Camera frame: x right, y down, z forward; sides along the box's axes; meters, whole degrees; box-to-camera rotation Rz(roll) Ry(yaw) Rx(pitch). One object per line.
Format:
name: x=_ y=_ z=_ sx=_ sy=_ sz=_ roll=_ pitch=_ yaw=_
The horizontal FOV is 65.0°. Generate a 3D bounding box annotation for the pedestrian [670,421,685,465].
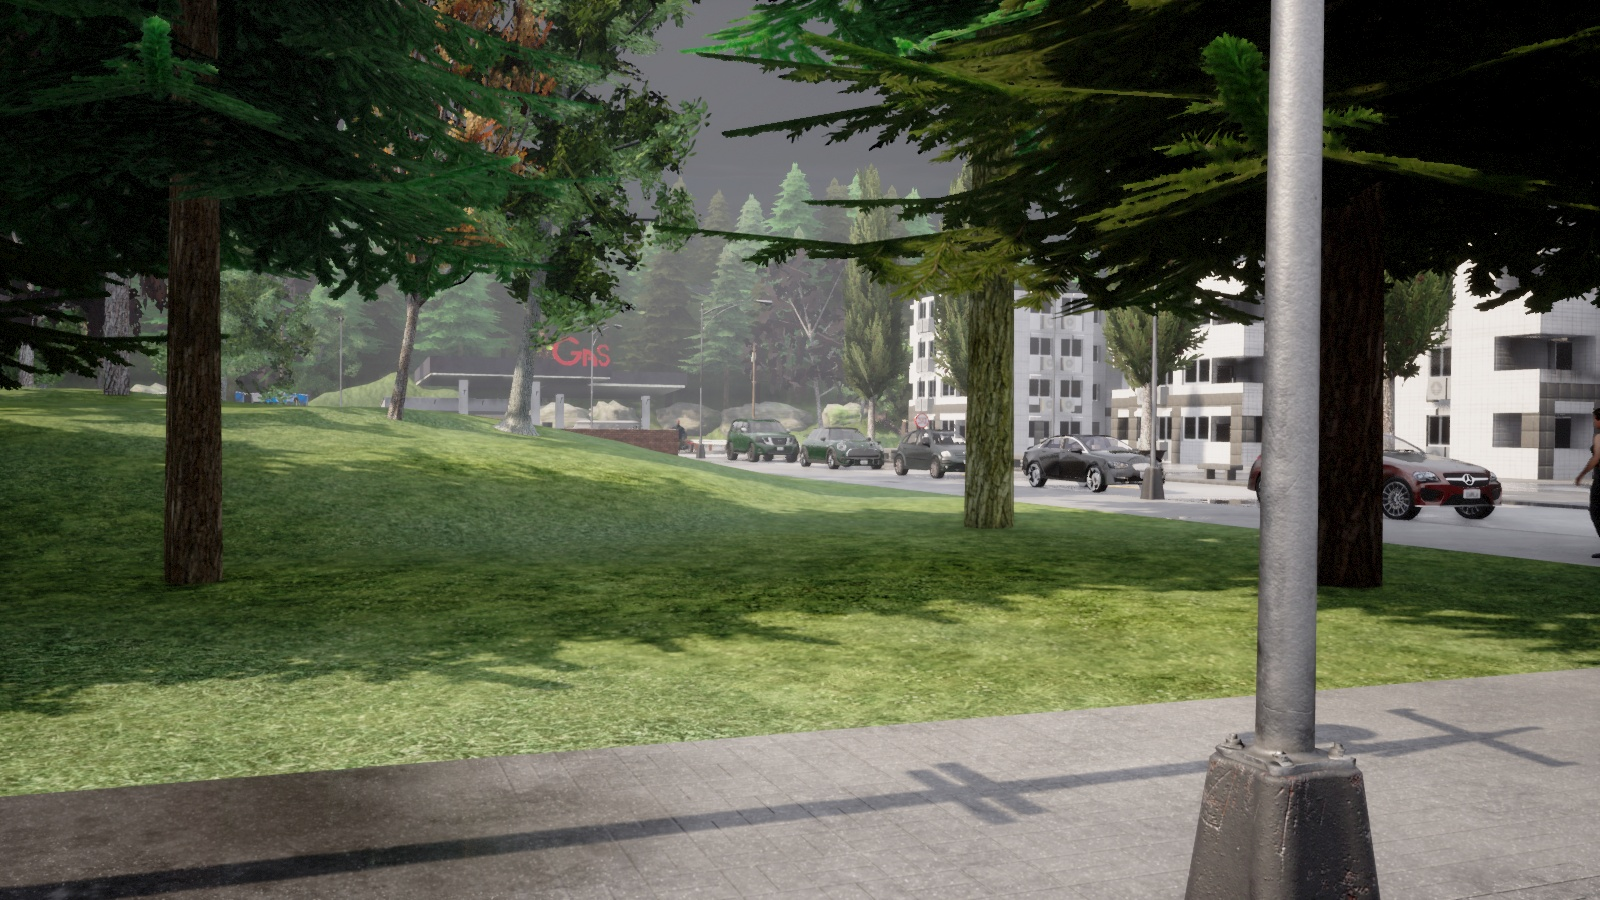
pedestrian: x=-5.195 y=-0.303 z=53.260 sx=0.402 sy=1.842 sz=0.726 roll=-1 pitch=1 yaw=-20

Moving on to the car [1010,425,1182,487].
car: x=7.848 y=0.118 z=33.881 sx=2.128 sy=1.511 sz=4.902 roll=-1 pitch=1 yaw=-21

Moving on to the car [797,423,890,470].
car: x=1.674 y=-0.176 z=50.135 sx=2.097 sy=1.767 sz=4.553 roll=-1 pitch=1 yaw=-21

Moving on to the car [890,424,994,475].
car: x=4.699 y=-0.040 z=42.172 sx=1.851 sy=1.617 sz=3.988 roll=-1 pitch=1 yaw=-21

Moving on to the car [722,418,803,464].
car: x=-1.845 y=-0.429 z=59.406 sx=2.150 sy=2.045 sz=5.566 roll=-1 pitch=1 yaw=-20

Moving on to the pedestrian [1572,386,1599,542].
pedestrian: x=9.555 y=0.162 z=14.903 sx=0.345 sy=1.836 sz=0.594 roll=-1 pitch=1 yaw=-17

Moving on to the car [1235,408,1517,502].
car: x=11.236 y=0.049 z=24.984 sx=2.152 sy=1.651 sz=5.027 roll=-1 pitch=1 yaw=-21

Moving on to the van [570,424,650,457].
van: x=-11.554 y=-0.567 z=76.419 sx=4.442 sy=1.987 sz=1.775 roll=0 pitch=1 yaw=11
